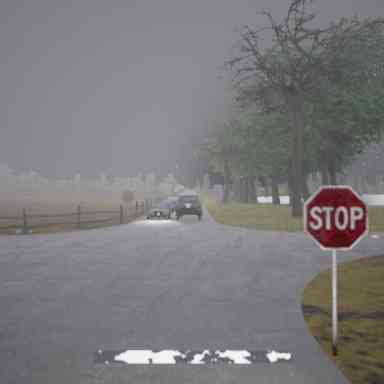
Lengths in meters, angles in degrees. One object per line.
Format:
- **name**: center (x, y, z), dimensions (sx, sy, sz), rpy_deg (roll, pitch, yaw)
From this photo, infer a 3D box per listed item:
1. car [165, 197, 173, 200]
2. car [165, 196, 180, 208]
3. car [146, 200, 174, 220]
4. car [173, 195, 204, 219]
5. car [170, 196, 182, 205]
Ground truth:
- **car**: center (-2.845, 1.591, 38.711), dimensions (2.033, 1.411, 5.357), rpy_deg (0, 0, 0)
- **car**: center (-2.850, 1.469, 49.136), dimensions (1.882, 1.535, 5.008), rpy_deg (0, 0, 0)
- **car**: center (-2.820, 1.629, 28.949), dimensions (1.994, 1.385, 4.181), rpy_deg (0, 0, -3)
- **car**: center (-0.165, 1.286, 29.885), dimensions (2.150, 2.045, 5.566), rpy_deg (0, 0, 3)
- **car**: center (-2.856, 1.487, 59.100), dimensions (1.994, 1.385, 4.181), rpy_deg (0, 0, 0)
